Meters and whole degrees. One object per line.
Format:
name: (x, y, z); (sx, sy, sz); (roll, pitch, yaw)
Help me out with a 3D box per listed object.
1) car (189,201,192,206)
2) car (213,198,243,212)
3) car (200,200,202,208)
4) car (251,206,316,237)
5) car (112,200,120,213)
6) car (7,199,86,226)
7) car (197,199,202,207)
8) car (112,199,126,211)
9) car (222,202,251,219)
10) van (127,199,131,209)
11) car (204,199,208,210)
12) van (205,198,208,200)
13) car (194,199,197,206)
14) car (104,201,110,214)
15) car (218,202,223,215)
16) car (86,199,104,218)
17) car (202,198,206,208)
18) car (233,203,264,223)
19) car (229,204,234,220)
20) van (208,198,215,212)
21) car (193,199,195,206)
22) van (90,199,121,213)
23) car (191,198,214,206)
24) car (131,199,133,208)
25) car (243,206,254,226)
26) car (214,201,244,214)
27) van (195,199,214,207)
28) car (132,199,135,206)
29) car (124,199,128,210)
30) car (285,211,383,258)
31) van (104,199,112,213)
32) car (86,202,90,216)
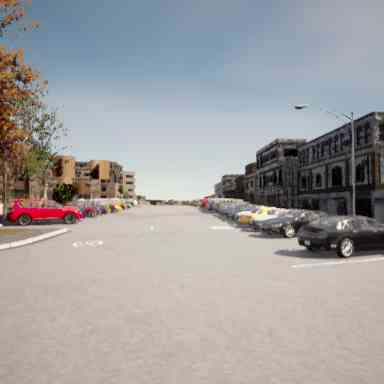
car: (2.841, 2.967, 86.586); (5.366, 1.575, 1.946); (1, -1, -23)
car: (5.320, 1.974, 39.799); (4.553, 1.767, 2.185); (1, -1, -23)
car: (4.441, 2.435, 57.363); (4.674, 1.452, 2.002); (1, -1, -23)
car: (6.286, 1.788, 19.277); (4.892, 1.521, 2.231); (1, -1, -23)
car: (-12.782, 2.190, 44.823); (4.892, 1.521, 2.231); (0, -1, -23)
car: (-11.916, 1.665, 27.198); (5.566, 2.045, 2.435); (0, -1, -23)
car: (4.326, 2.198, 60.315); (5.566, 2.045, 2.435); (1, -1, -23)
car: (-12.761, 2.234, 47.837); (5.366, 1.575, 1.946); (0, -1, -23)
car: (5.723, 1.966, 30.994); (4.892, 1.521, 2.231); (1, -1, -23)
van: (-13.255, 2.167, 56.638); (4.442, 1.987, 1.878); (0, -1, -23)
car: (4.857, 2.241, 48.578); (5.008, 1.535, 2.097); (1, -1, -23)
van: (4.831, 2.068, 51.560); (4.442, 1.987, 1.878); (1, -1, -23)
car: (3.903, 2.677, 72.087); (5.366, 1.575, 1.946); (1, -2, -23)
car: (-12.532, 2.126, 38.929); (4.792, 1.488, 2.163); (0, -1, -23)
car: (5.544, 2.039, 33.914); (4.792, 1.488, 2.163); (1, -1, -23)
car: (-12.338, 1.924, 36.015); (4.553, 1.767, 2.185); (-1, -1, -23)
car: (4.553, 2.215, 54.430); (4.553, 1.767, 2.185); (1, -1, -23)
car: (6.164, 1.876, 25.214); (5.366, 1.575, 1.946); (1, -1, -23)
car: (5.857, 1.961, 28.067); (4.674, 1.452, 2.002); (1, -1, -23)
van: (4.903, 1.964, 45.602); (4.442, 1.987, 1.878); (1, -1, -23)
car: (3.621, 2.796, 77.940); (5.366, 1.575, 1.946); (1, -2, -23)
van: (-13.183, 2.064, 50.660); (4.442, 1.987, 1.878); (0, -1, -23)
car: (2.839, 2.784, 89.585); (5.566, 2.045, 2.435); (1, -2, -23)
car: (-13.502, 2.488, 59.526); (4.674, 1.452, 2.002); (0, -1, -23)
car: (6.140, 1.872, 22.206); (4.674, 1.452, 2.002); (1, -1, -23)
car: (5.436, 2.055, 36.859); (4.892, 1.521, 2.231); (1, -1, -23)
van: (3.056, 2.687, 83.683); (4.442, 1.987, 1.878); (1, -1, -23)
car: (-13.646, 2.542, 62.467); (4.674, 1.452, 2.002); (0, -1, -23)
car: (-13.211, 2.379, 53.640); (4.674, 1.452, 2.002); (0, -1, -23)
car: (6.559, 1.699, 13.421); (4.892, 1.521, 2.231); (1, -1, -23)
van: (-12.754, 1.917, 41.835); (4.442, 1.987, 1.878); (0, -1, -23)
car: (-12.105, 1.991, 30.105); (4.792, 1.488, 2.163); (0, -1, -23)
